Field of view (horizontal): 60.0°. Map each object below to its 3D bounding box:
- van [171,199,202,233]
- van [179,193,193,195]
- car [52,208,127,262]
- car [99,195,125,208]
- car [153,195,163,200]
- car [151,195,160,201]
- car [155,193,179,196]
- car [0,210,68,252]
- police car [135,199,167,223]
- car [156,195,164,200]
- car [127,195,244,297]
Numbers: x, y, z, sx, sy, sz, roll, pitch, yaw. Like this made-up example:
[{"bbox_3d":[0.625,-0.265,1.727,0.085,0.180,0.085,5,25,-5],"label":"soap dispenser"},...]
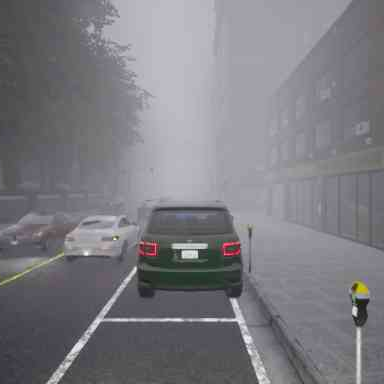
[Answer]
[{"bbox_3d":[-0.290,1.333,19.998,1.690,1.788,3.998,0,0,0],"label":"van"},{"bbox_3d":[-0.290,1.317,36.980,1.690,1.788,3.998,0,0,0],"label":"van"},{"bbox_3d":[-3.041,1.522,11.917,1.812,1.442,4.674,0,0,0],"label":"car"},{"bbox_3d":[-8.815,1.291,36.940,2.192,1.841,5.009,0,0,0],"label":"car"},{"bbox_3d":[-8.815,1.450,86.079,2.008,1.369,4.403,0,0,0],"label":"car"},{"bbox_3d":[-8.815,1.432,80.459,1.752,1.417,4.829,0,0,0],"label":"car"},{"bbox_3d":[-3.047,1.322,41.622,2.097,1.767,4.553,0,0,0],"label":"car"},{"bbox_3d":[-6.245,1.521,14.023,1.812,1.442,4.674,0,0,0],"label":"car"},{"bbox_3d":[-3.147,1.411,26.721,1.930,1.638,5.238,0,0,0],"label":"police car"},{"bbox_3d":[-8.815,1.438,91.530,1.887,1.381,4.507,0,0,0],"label":"car"},{"bbox_3d":[-0.039,1.218,8.679,2.150,2.045,5.566,0,0,0],"label":"car"}]
